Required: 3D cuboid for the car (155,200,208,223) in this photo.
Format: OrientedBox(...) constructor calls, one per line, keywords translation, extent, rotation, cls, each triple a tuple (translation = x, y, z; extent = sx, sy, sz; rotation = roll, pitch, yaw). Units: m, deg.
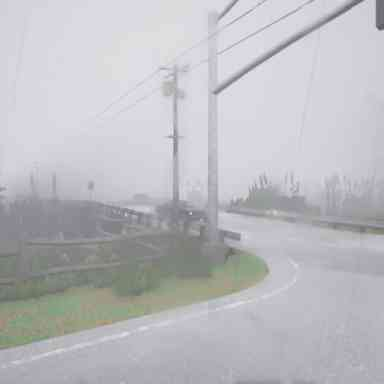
OrientedBox(translation=(-0.574, 1.231, 21.585), extent=(1.895, 1.301, 4.718), rotation=(0, 3, -32), cls="car")
